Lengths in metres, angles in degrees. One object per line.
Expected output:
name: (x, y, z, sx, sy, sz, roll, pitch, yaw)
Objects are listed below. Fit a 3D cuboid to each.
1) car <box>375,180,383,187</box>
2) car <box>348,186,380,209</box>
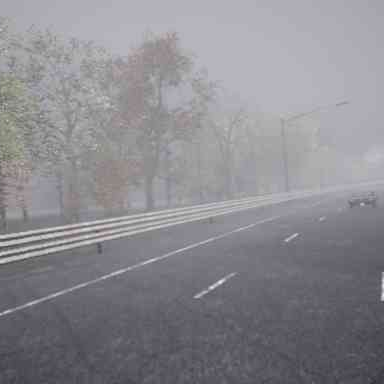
car: (44.008, -1.767, 77.696, 2.033, 1.411, 5.357, -5, 0, 36)
car: (13.842, 0.547, 26.733, 1.895, 1.301, 4.718, -5, 0, 32)
